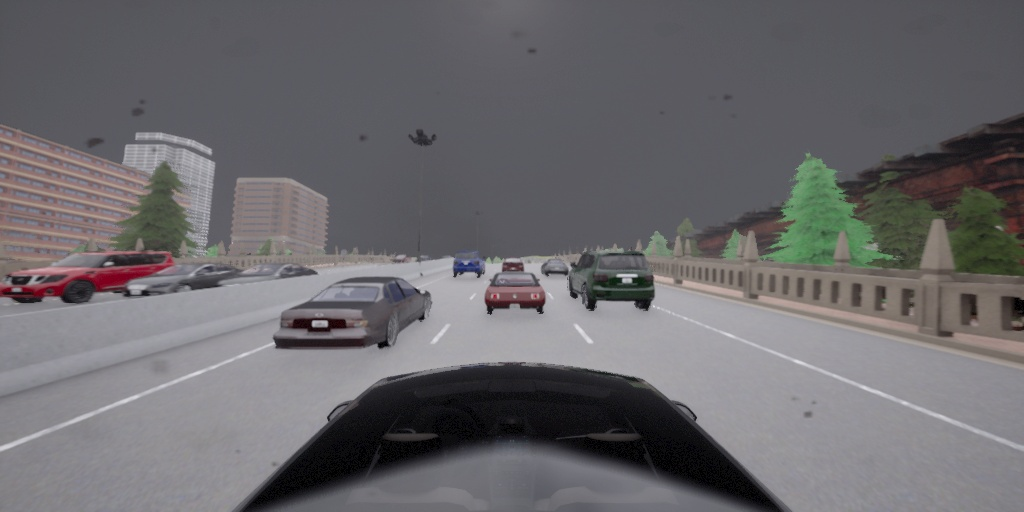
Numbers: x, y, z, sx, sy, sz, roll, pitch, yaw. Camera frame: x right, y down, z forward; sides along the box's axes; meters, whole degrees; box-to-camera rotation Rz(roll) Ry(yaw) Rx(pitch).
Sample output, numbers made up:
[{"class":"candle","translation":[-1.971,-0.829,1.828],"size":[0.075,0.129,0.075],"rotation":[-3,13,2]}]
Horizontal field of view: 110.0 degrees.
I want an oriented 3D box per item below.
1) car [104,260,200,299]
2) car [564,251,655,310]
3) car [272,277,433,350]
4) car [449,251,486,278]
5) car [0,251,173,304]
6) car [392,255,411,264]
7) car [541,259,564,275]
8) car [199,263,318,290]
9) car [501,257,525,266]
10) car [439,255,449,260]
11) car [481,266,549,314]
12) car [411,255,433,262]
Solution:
[{"class":"car","translation":[-14.101,1.066,15.885],"size":[2.128,1.511,4.902],"rotation":[0,1,0]},{"class":"car","translation":[3.598,0.820,13.887],"size":[2.150,2.045,5.566],"rotation":[0,1,0]},{"class":"car","translation":[-3.405,1.215,8.870],"size":[2.033,1.411,5.357],"rotation":[0,1,0]},{"class":"car","translation":[-3.405,0.614,29.165],"size":[2.150,2.045,5.566],"rotation":[0,1,0]},{"class":"car","translation":[-17.601,0.801,15.497],"size":[2.150,2.045,5.566],"rotation":[0,1,0]},{"class":"car","translation":[-17.557,0.516,57.396],"size":[1.882,1.535,5.008],"rotation":[0,0,1]},{"class":"car","translation":[3.594,0.935,30.576],"size":[1.994,1.385,4.181],"rotation":[0,1,0]},{"class":"car","translation":[-10.601,1.064,15.952],"size":[2.128,1.511,4.902],"rotation":[0,1,0]},{"class":"car","translation":[0.094,0.836,31.543],"size":[1.882,1.535,5.008],"rotation":[0,1,0]},{"class":"car","translation":[-10.564,0.600,57.842],"size":[1.994,1.385,4.181],"rotation":[0,0,1]},{"class":"car","translation":[0.097,1.211,13.031],"size":[1.895,1.301,4.718],"rotation":[0,1,0]},{"class":"car","translation":[-14.050,0.585,57.816],"size":[2.033,1.411,5.357],"rotation":[0,0,1]}]
